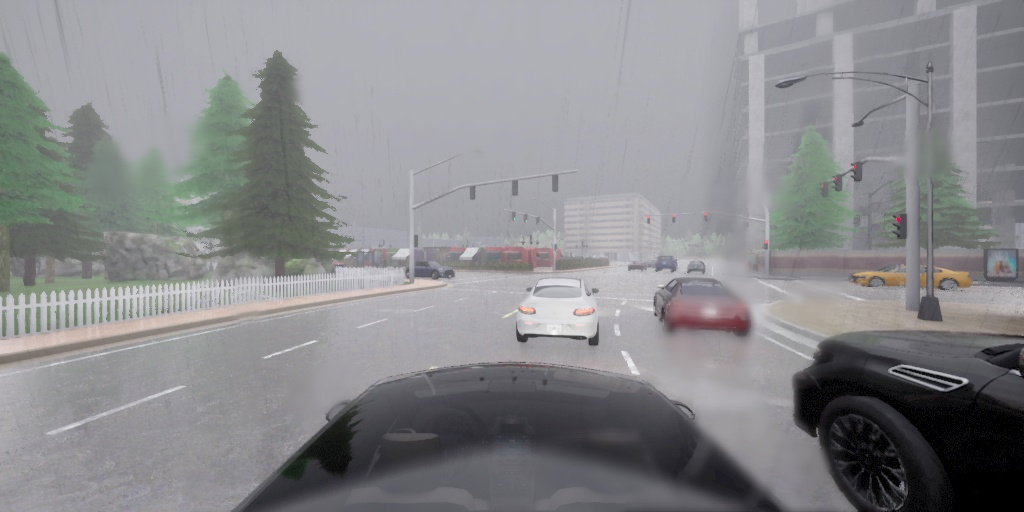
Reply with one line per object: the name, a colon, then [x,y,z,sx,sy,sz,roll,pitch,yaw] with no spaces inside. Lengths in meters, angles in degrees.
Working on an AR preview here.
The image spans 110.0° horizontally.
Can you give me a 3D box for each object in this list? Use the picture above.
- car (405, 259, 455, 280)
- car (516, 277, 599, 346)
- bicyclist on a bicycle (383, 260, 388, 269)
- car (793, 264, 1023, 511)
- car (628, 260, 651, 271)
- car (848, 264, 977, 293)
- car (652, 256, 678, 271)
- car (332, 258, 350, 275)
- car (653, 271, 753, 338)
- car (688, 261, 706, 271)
car: [-7.286,1.157,31.969,4.553,1.767,2.097,0,0,30]
car: [1.285,1.276,9.432,1.812,1.442,4.674,0,0,11]
bicyclist on a bicycle: [-15.686,1.258,44.313,0.582,1.620,1.656,0,0,-22]
car: [3.732,0.968,0.960,2.150,2.045,5.566,0,0,-1]
car: [17.057,1.351,48.593,1.895,1.301,4.718,0,0,29]
car: [24.420,1.283,22.189,5.008,1.535,1.882,0,0,29]
car: [19.995,0.971,46.294,2.150,2.045,5.566,0,0,29]
car: [-20.272,1.030,39.357,5.566,2.045,2.150,0,0,30]
car: [5.307,1.314,10.435,1.994,1.385,4.181,0,0,17]
car: [22.207,1.297,43.078,2.033,1.411,5.357,0,0,29]
